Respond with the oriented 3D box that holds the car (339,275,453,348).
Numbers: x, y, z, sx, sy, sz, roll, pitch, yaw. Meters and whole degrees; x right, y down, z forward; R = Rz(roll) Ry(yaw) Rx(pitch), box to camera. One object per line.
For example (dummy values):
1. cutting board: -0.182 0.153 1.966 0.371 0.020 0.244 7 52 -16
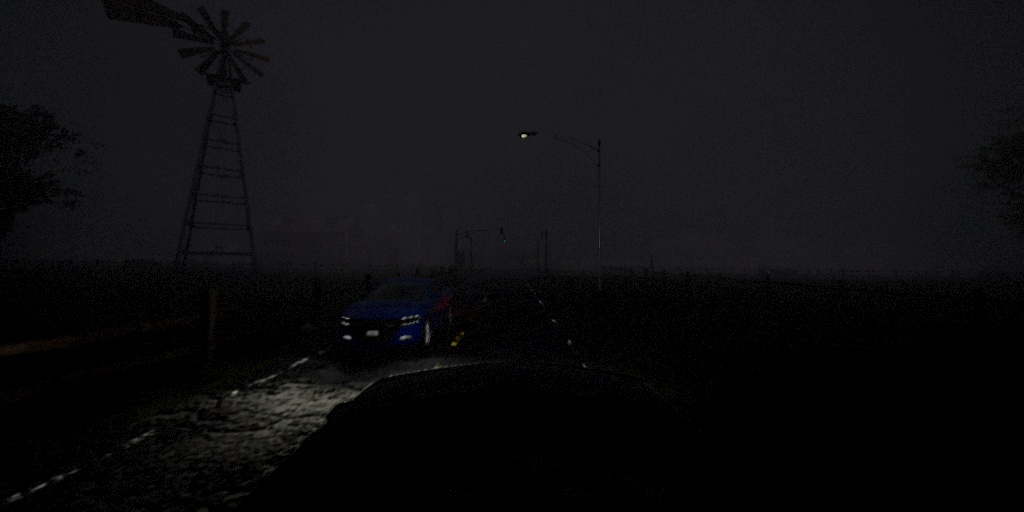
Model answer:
1. car: -2.850 1.335 9.823 1.882 1.535 5.008 0 -1 0
